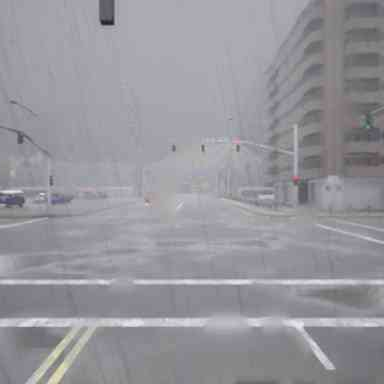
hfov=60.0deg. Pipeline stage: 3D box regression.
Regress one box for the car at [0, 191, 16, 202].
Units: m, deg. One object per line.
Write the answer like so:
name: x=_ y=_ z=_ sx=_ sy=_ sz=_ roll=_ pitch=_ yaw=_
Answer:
car: x=-43.574 y=0.780 z=77.505 sx=1.905 sy=1.878 sz=3.866 roll=0 pitch=0 yaw=0

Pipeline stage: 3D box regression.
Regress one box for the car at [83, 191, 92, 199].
car: x=-23.950 y=0.780 z=77.475 sx=1.905 sy=1.878 sz=3.866 roll=0 pitch=0 yaw=0

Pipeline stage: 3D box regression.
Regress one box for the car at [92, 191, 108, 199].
car: x=-21.056 y=0.777 z=77.410 sx=1.932 sy=1.855 sz=4.605 roll=0 pitch=0 yaw=0

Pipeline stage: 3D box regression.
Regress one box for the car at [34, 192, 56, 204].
car: x=-26.716 y=1.104 z=60.018 sx=1.970 sy=1.475 sz=3.806 roll=0 pitch=0 yaw=0

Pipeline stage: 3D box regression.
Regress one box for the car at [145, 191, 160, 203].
car: x=-7.066 y=0.932 z=59.546 sx=2.150 sy=2.045 sz=5.566 roll=0 pitch=0 yaw=1
